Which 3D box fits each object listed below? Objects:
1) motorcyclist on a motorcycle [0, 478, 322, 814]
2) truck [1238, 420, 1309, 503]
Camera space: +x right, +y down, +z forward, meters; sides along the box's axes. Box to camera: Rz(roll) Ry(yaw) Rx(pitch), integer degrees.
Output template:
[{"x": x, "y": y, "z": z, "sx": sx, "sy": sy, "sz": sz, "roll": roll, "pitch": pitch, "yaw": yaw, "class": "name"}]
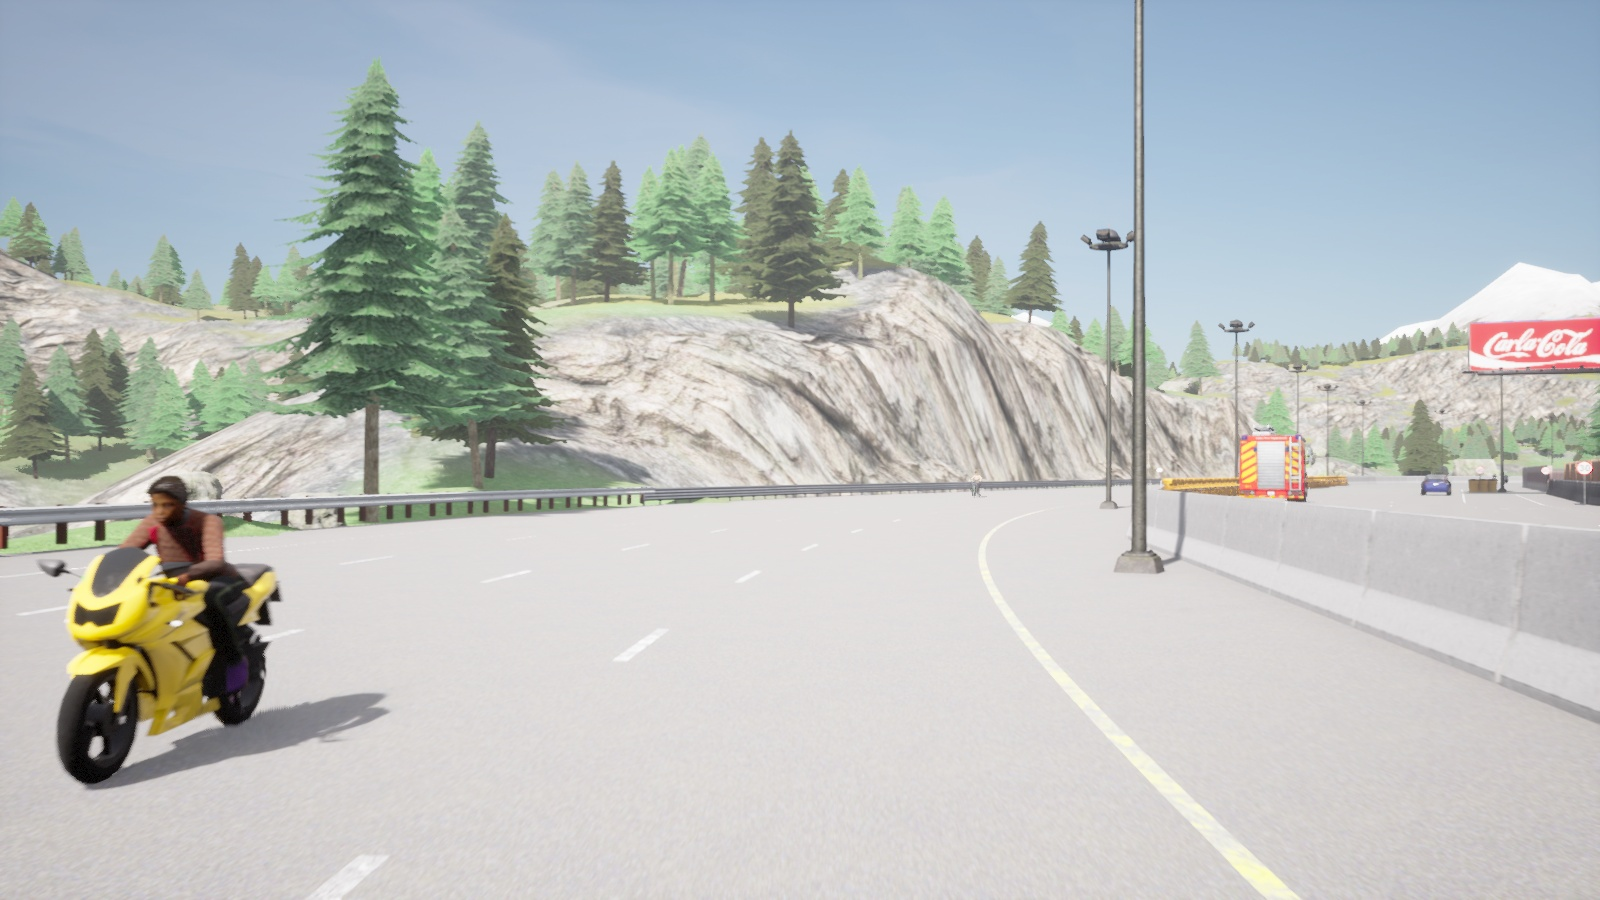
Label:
[{"x": -3.426, "y": 0.924, "z": 6.815, "sx": 0.797, "sy": 1.523, "sz": 2.044, "roll": 1, "pitch": -1, "yaw": 2, "class": "motorcyclist on a motorcycle"}, {"x": 23.851, "y": 0.611, "z": 62.978, "sx": 2.891, "sy": 3.827, "sz": 8.468, "roll": -1, "pitch": -1, "yaw": 23, "class": "truck"}]
